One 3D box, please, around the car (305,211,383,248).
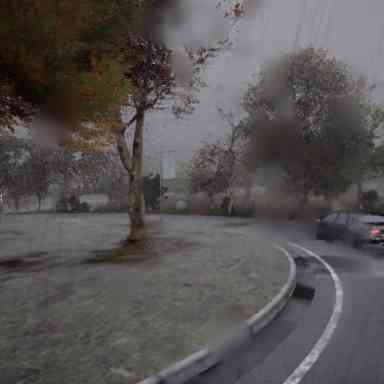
[{"bbox_3d":[7.012,1.533,14.758,2.033,1.411,5.357,0,0,-7],"label":"car"}]
